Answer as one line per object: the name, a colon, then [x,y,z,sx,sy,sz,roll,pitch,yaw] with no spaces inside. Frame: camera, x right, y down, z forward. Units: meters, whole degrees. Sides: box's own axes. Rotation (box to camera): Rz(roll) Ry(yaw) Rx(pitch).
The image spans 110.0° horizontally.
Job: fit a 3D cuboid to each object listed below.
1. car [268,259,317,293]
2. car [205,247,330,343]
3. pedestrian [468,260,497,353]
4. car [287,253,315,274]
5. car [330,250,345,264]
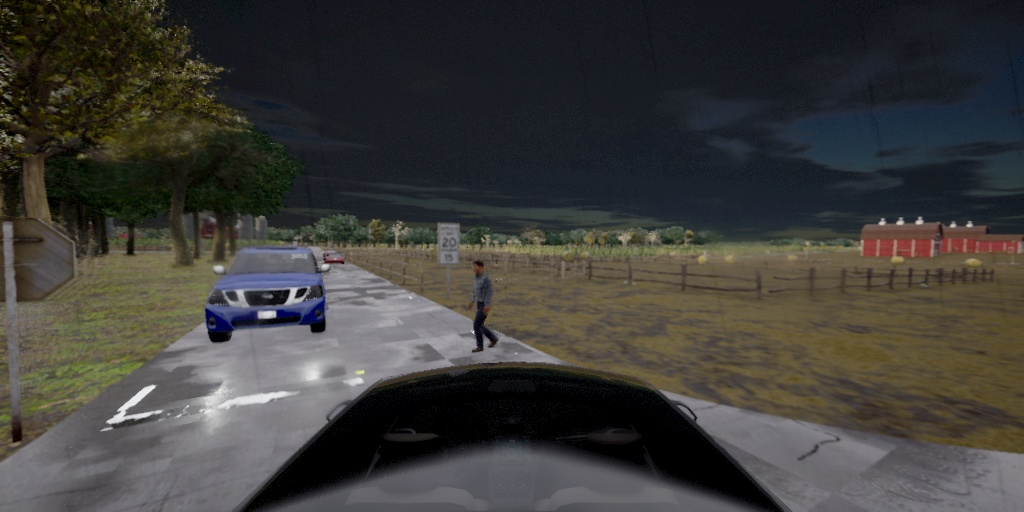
car: [-11.136,0.914,18.440,1.895,1.301,4.718,-1,2,-28]
car: [-6.282,0.773,9.664,2.150,2.045,5.566,-1,2,-29]
pedestrian: [-0.605,0.924,6.966,0.375,1.860,0.375,-2,3,-29]
car: [-17.198,0.513,29.439,1.837,1.490,4.892,-1,2,-29]
car: [-20.472,0.240,41.397,1.994,1.385,4.181,-1,2,-28]
